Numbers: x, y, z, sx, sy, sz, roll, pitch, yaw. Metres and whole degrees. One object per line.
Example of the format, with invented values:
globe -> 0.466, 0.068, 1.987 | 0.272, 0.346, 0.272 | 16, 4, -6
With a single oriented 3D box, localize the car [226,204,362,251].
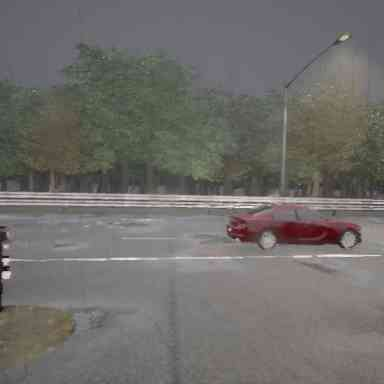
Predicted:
car -> 3.787, 1.235, 12.355 | 5.008, 1.535, 1.882 | 1, 1, -11
